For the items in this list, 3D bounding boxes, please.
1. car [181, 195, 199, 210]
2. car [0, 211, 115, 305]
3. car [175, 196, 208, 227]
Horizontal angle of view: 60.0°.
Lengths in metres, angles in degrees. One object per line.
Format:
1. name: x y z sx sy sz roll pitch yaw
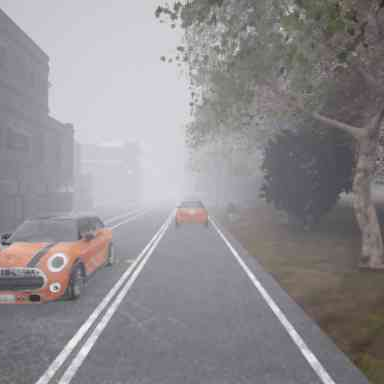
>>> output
1. car: -0.289 1.283 41.883 2.097 1.767 4.553 0 0 -1
2. car: -3.384 1.347 8.286 2.097 1.767 4.553 0 0 0
3. car: -0.021 1.330 22.828 2.097 1.767 4.553 0 0 0
